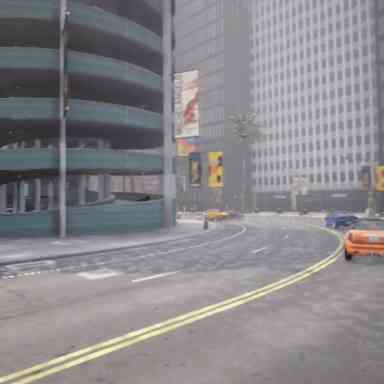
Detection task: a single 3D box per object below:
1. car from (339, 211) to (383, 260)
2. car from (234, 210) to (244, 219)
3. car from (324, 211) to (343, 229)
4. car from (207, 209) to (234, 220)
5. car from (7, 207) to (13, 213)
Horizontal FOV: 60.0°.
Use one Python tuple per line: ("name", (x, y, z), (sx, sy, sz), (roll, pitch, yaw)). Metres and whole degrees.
("car", (7.784, 1.802, 13.972), (2.097, 1.767, 4.553), (-2, -3, 32))
("car", (6.178, 3.437, 51.983), (1.812, 1.442, 4.674), (1, -3, -27))
("car", (13.475, 2.483, 30.307), (1.882, 1.535, 5.008), (-1, -2, 8))
("car", (3.662, 3.312, 49.169), (1.882, 1.535, 5.008), (1, -3, -25))
("car", (-30.854, 3.543, 56.611), (5.566, 2.045, 2.435), (-3, -3, 44))
